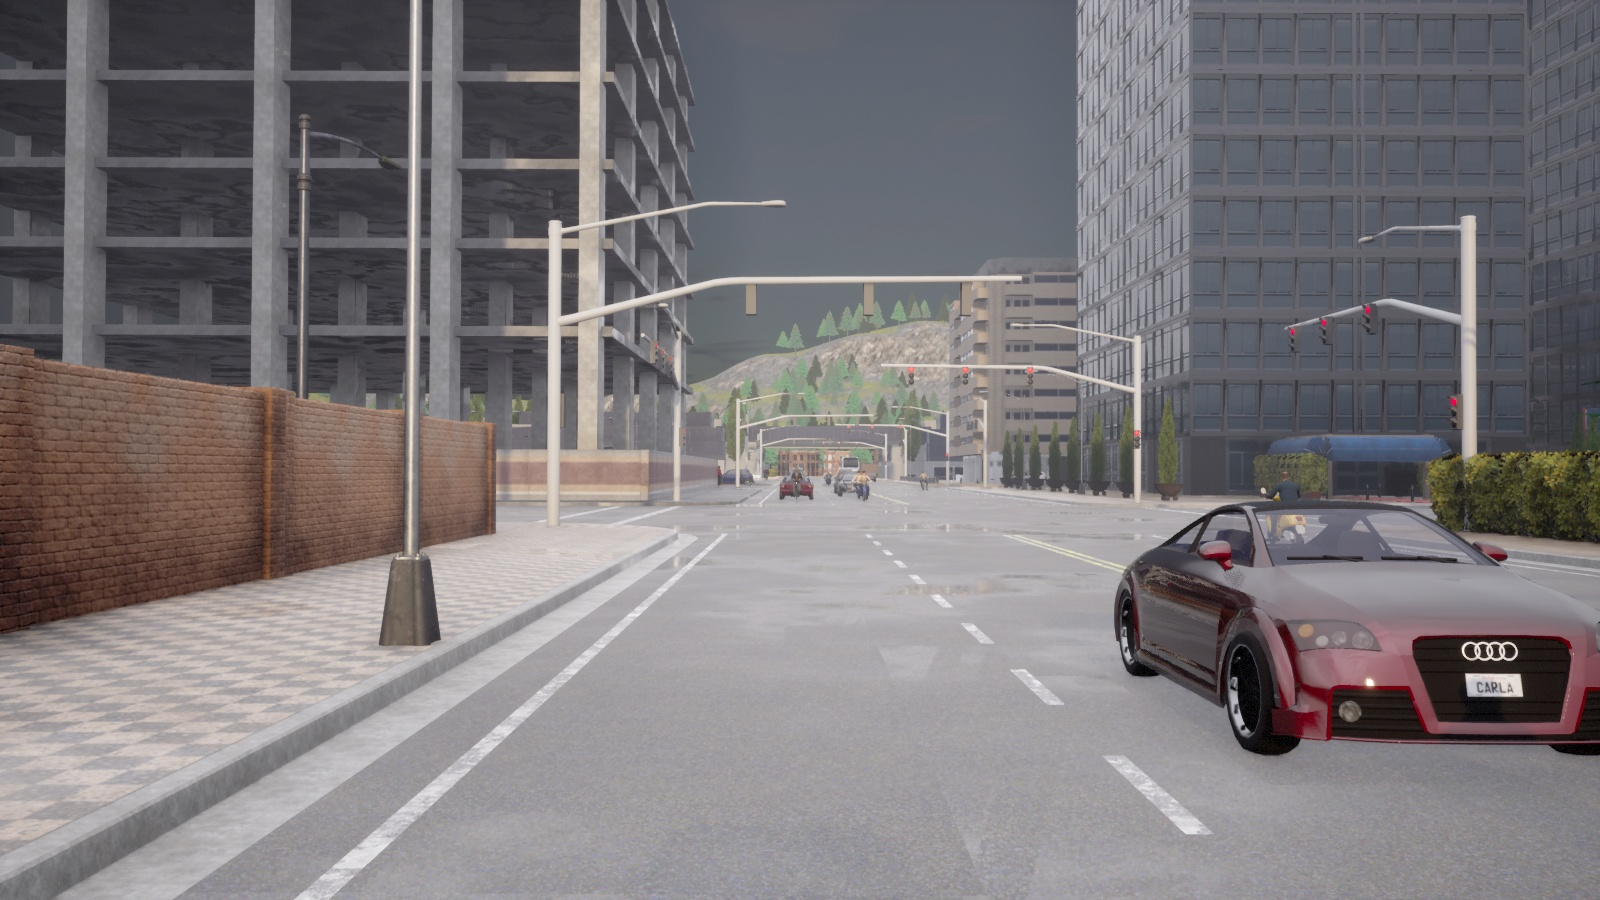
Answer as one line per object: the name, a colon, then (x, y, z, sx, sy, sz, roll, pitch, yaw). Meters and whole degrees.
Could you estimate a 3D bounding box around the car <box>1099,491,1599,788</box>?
car: (3.480, 1.004, 8.286, 1.994, 1.385, 4.181, 0, -1, 0)

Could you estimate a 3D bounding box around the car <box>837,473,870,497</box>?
car: (3.315, 2.143, 78.577, 1.812, 1.442, 4.674, 0, -1, 0)

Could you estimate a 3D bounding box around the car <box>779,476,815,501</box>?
car: (-0.161, 2.075, 69.185, 1.895, 1.301, 4.718, 0, -1, 0)
